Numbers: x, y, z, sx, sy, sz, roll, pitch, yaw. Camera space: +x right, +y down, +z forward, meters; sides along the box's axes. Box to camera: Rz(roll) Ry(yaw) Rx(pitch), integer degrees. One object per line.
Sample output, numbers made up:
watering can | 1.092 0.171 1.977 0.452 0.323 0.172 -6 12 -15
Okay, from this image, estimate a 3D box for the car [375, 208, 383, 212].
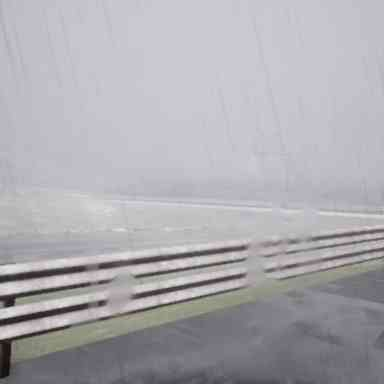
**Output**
car | 31.765 2.969 52.436 5.008 1.535 1.882 2 -2 24
